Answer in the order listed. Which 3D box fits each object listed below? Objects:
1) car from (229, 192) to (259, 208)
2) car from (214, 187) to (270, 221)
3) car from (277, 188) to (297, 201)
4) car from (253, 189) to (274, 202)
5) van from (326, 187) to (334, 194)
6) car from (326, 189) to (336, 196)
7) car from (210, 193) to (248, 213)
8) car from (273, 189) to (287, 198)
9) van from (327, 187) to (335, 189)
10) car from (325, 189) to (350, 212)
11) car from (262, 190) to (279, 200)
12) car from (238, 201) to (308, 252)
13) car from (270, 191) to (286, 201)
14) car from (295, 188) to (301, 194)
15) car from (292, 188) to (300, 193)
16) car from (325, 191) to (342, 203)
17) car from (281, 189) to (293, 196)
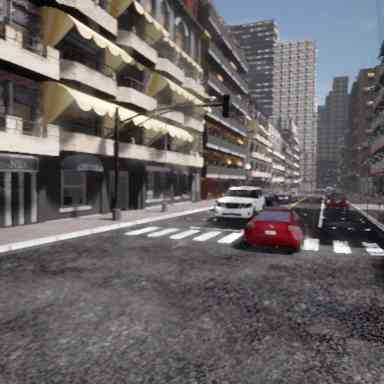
[{"bbox_3d":[5.248,0.751,32.994,1.947,1.339,4.313,1,1,22],"label":"car"},{"bbox_3d":[3.219,0.695,20.936,2.150,2.045,5.566,2,2,22],"label":"car"},{"bbox_3d":[10.843,0.597,39.703,2.128,1.511,4.902,2,2,22],"label":"car"},{"bbox_3d":[9.382,0.423,43.243,1.967,1.590,4.097,1,1,22],"label":"car"},{"bbox_3d":[35.750,-0.338,86.243,1.690,1.788,3.998,1,1,22],"label":"van"},{"bbox_3d":[29.549,0.158,70.870,1.887,1.381,4.507,1,1,22],"label":"car"},{"bbox_3d":[3.182,0.837,27.867,2.008,1.369,4.403,1,1,22],"label":"car"},{"bbox_3d":[15.517,0.212,58.466,1.752,1.417,4.829,1,1,22],"label":"car"},{"bbox_3d":[23.352,0.249,55.486,1.690,1.788,3.998,1,1,22],"label":"van"},{"bbox_3d":[13.019,0.849,29.858,1.967,1.590,4.097,1,1,22],"label":"car"},{"bbox_3d":[11.447,0.465,48.373,1.802,1.307,4.206,1,1,22],"label":"car"},{"bbox_3d":[3.329,1.263,12.733,1.994,1.385,4.181,2,2,22],"label":"car"},{"bbox_3d":[6.978,0.853,30.275,1.994,1.385,4.181,2,2,23],"label":"car"},{"bbox_3d":[25.913,-0.255,84.255,2.008,1.369,4.403,1,1,22],"label":"car"},{"bbox_3d":[27.979,-0.321,89.382,1.802,1.307,4.206,1,1,22],"label":"car"},{"bbox_3d":[19.217,0.658,45.238,2.008,1.369,4.403,1,1,22],"label":"car"},{"bbox_3d":[19.714,0.069,68.878,1.802,1.307,4.206,1,1,22],"label":"car"}]
